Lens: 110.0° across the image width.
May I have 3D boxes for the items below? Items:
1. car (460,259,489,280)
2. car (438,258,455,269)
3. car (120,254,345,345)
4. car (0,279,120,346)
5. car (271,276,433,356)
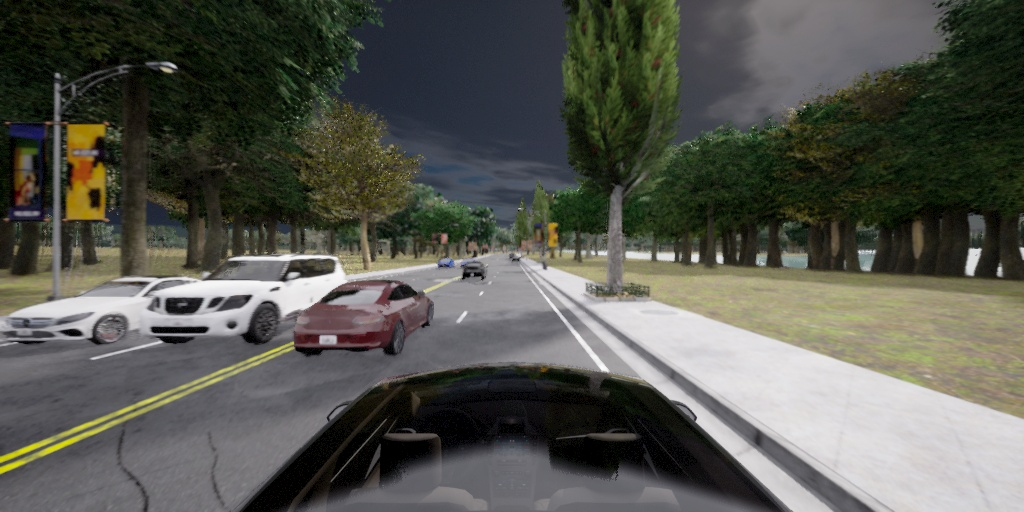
[{"bbox_3d":[-3.145,1.223,30.765,1.837,1.490,4.892,0,0,0],"label":"car"},{"bbox_3d":[-9.795,1.083,53.624,1.882,1.535,5.008,0,0,0],"label":"car"},{"bbox_3d":[-6.598,0.966,9.842,2.150,2.045,5.566,0,0,0],"label":"car"},{"bbox_3d":[-9.848,1.271,9.571,1.812,1.442,4.674,0,0,0],"label":"car"},{"bbox_3d":[-3.162,1.271,8.456,1.812,1.442,4.674,0,0,0],"label":"car"}]
